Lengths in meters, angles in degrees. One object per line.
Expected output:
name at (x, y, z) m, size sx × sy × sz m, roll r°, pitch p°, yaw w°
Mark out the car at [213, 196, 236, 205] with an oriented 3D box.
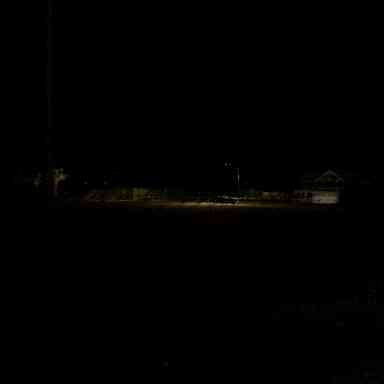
car at (5.647, 1.405, 58.143) m, size 2.128 × 1.511 × 4.902 m, roll 2°, pitch -1°, yaw -35°
